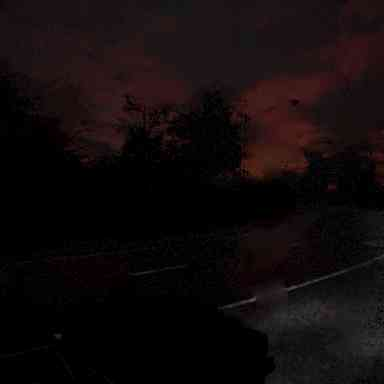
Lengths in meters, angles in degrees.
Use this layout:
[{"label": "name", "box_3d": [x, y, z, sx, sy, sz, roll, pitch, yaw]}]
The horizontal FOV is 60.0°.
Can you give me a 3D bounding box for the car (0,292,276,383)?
[{"label": "car", "box_3d": [-1.473, 1.612, 2.774, 4.718, 1.301, 1.895, 1, -1, -36]}]
